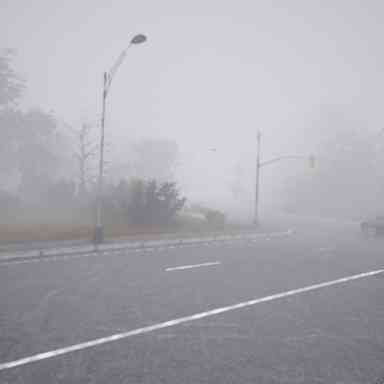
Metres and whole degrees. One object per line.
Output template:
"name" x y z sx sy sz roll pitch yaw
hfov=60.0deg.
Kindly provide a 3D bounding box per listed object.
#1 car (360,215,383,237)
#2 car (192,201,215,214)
"car" 12.489 2.105 19.624 1.837 1.490 4.892 3 -1 -31
"car" 1.437 1.989 43.558 1.882 1.535 5.008 2 1 -18
